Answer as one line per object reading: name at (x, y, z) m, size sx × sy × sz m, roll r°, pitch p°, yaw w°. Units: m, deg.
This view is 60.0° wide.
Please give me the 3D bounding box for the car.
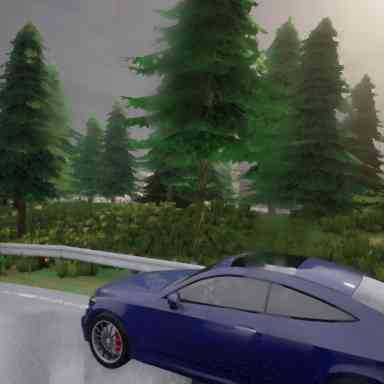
car at (0.726, 1.500, 4.117) m, size 4.674 × 1.442 × 1.812 m, roll 1°, pitch 1°, yaw 31°
